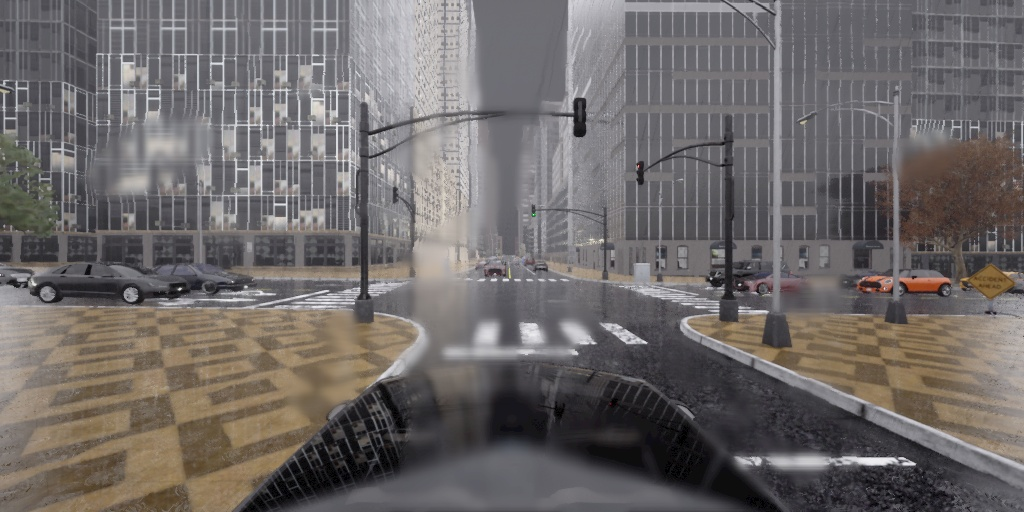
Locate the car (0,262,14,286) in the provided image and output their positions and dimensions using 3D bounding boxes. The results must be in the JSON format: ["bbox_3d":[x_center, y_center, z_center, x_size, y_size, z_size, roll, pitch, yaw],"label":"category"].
[{"bbox_3d":[-25.374,0.807,16.678,4.902,1.511,2.128,1,0,-3],"label":"car"}]

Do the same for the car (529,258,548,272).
[{"bbox_3d":[3.665,1.344,46.617,1.948,1.339,4.313,0,0,-1],"label":"car"}]

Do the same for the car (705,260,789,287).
[{"bbox_3d":[16.901,1.311,25.595,5.566,2.045,2.150,1,0,-3],"label":"car"}]

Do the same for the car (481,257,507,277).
[{"bbox_3d":[-1.663,1.131,36.183,2.097,1.767,4.553,0,0,-2],"label":"car"}]

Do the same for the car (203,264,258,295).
[{"bbox_3d":[-15.440,1.046,17.228,5.357,1.411,2.033,1,0,0],"label":"car"}]

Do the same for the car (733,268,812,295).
[{"bbox_3d":[16.088,1.638,22.298,4.181,1.385,1.994,1,0,-3],"label":"car"}]

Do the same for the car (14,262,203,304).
[{"bbox_3d":[-15.427,1.002,13.940,4.892,1.490,1.837,1,0,-3],"label":"car"}]

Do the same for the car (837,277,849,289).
[{"bbox_3d":[26.289,1.821,26.088,4.181,1.385,1.994,1,0,-3],"label":"car"}]

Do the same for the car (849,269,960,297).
[{"bbox_3d":[24.781,1.581,22.751,4.553,1.767,2.097,1,0,-3],"label":"car"}]

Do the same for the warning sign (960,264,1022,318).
[{"bbox_3d":[17.213,1.208,12.895,1.060,1.860,1.300,0,0,-3],"label":"warning sign"}]

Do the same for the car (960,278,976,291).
[{"bbox_3d":[36.318,1.915,26.602,5.008,1.535,1.882,1,0,-3],"label":"car"}]

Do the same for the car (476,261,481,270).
[{"bbox_3d":[-4.321,1.359,52.062,1.802,1.307,4.207,0,0,-1],"label":"car"}]

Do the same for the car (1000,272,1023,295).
[{"bbox_3d":[33.779,1.955,23.214,4.181,1.385,1.994,1,0,-2],"label":"car"}]
